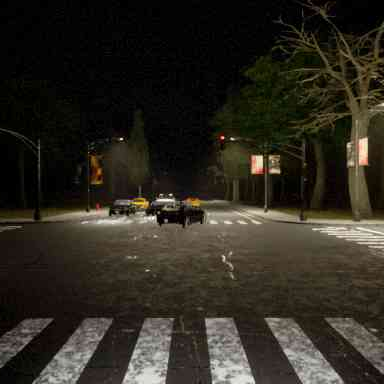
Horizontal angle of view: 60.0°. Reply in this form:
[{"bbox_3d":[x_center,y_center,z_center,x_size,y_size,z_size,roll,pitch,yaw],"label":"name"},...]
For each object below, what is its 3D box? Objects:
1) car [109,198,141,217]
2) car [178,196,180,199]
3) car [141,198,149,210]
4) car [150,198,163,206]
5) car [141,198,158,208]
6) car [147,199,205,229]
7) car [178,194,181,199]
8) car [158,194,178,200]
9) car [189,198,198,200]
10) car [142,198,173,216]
[{"bbox_3d":[-6.532,1.510,31.612,2.128,1.511,4.902,0,0,0],"label":"car"},{"bbox_3d":[-3.243,1.704,51.857,1.895,1.301,4.718,0,0,0],"label":"car"},{"bbox_3d":[-6.512,1.521,41.111,1.882,1.535,5.008,0,0,0],"label":"car"},{"bbox_3d":[-6.440,1.775,61.215,1.895,1.301,4.718,0,0,0],"label":"car"},{"bbox_3d":[-6.498,1.662,51.157,1.994,1.385,4.181,0,0,-1],"label":"car"},{"bbox_3d":[-0.618,1.486,21.879,2.128,1.511,4.902,1,0,22],"label":"car"},{"bbox_3d":[-3.176,1.406,62.470,2.150,2.045,5.566,0,0,1],"label":"car"},{"bbox_3d":[-3.262,1.267,41.606,2.150,2.045,5.566,0,0,0],"label":"car"},{"bbox_3d":[0.194,1.560,48.857,1.882,1.535,5.008,0,0,0],"label":"car"},{"bbox_3d":[-3.272,1.584,32.249,1.994,1.385,4.181,0,0,1],"label":"car"}]
